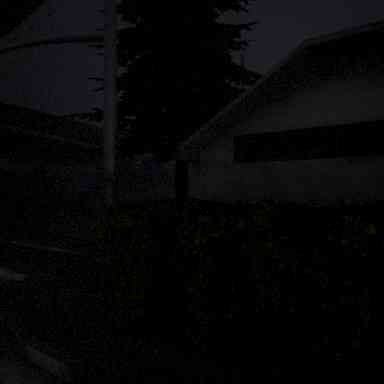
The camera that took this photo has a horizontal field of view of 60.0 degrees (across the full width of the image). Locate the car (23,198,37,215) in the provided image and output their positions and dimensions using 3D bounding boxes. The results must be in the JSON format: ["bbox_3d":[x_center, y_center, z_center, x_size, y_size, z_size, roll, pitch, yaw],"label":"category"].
[{"bbox_3d":[-17.459,1.461,33.158,4.611,1.667,2.242,0,0,35],"label":"car"}]

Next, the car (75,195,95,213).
[{"bbox_3d":[-10.654,1.296,35.293,3.866,1.878,1.905,0,0,35],"label":"car"}]
